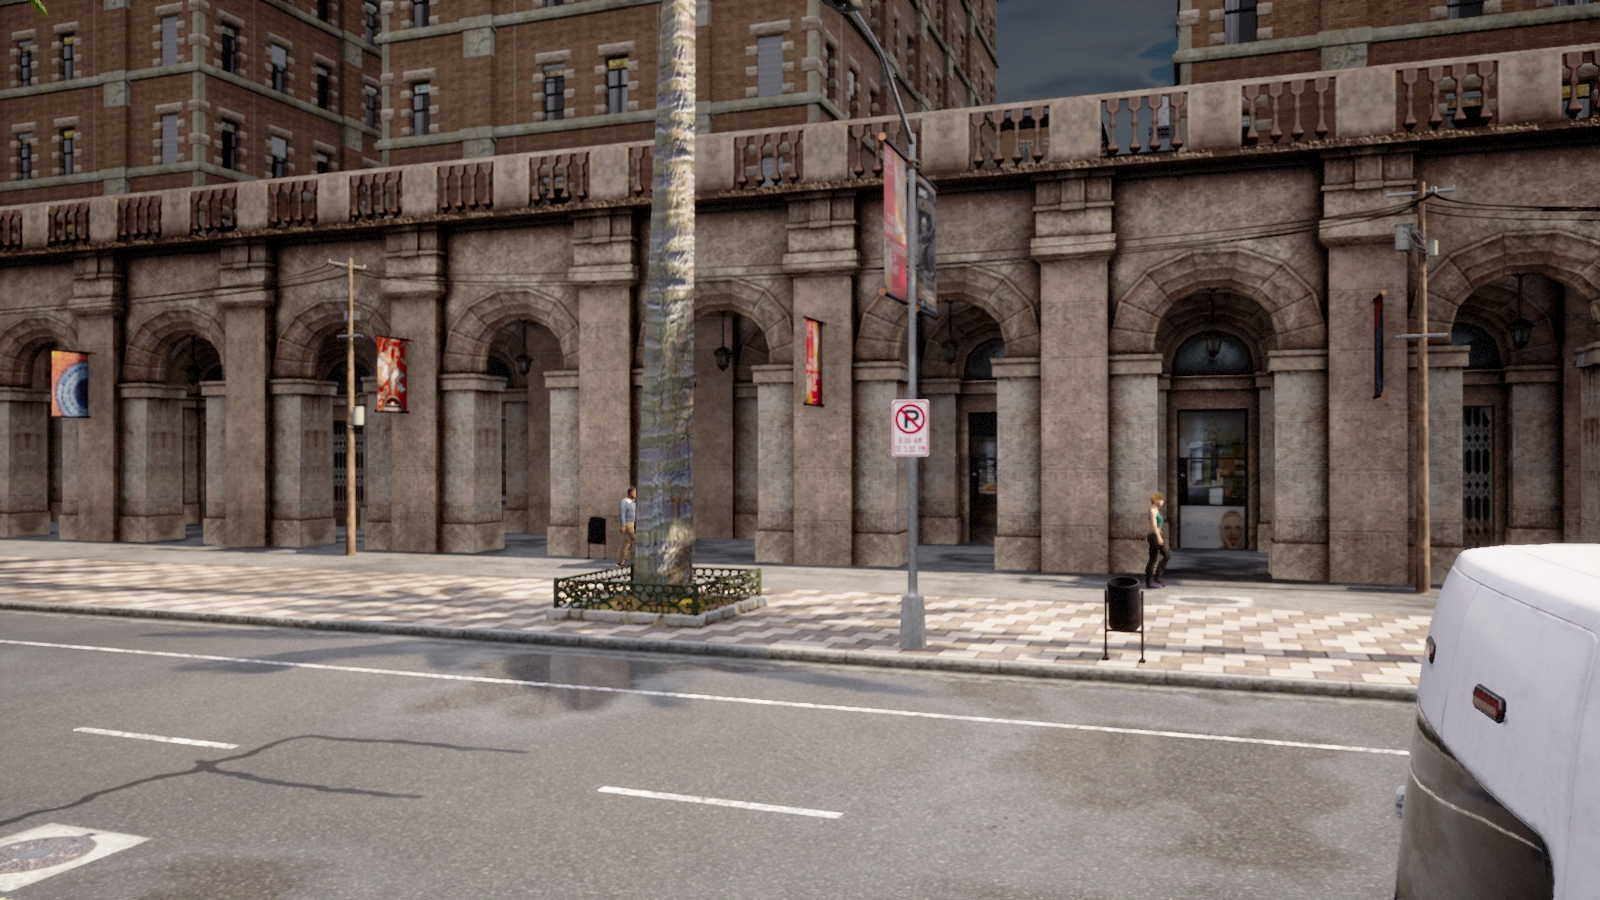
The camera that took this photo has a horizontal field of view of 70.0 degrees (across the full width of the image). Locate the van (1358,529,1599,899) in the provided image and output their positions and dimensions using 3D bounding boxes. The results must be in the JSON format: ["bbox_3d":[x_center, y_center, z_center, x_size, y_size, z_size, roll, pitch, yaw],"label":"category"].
[{"bbox_3d":[4.248,1.529,1.754,5.915,2.561,1.988,0,0,20],"label":"van"}]

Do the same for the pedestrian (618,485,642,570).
[{"bbox_3d":[-3.801,1.722,25.557,0.375,1.860,0.375,0,0,20],"label":"pedestrian"}]

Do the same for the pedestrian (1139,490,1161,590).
[{"bbox_3d":[6.656,1.702,21.726,0.375,1.860,0.375,0,0,20],"label":"pedestrian"}]
